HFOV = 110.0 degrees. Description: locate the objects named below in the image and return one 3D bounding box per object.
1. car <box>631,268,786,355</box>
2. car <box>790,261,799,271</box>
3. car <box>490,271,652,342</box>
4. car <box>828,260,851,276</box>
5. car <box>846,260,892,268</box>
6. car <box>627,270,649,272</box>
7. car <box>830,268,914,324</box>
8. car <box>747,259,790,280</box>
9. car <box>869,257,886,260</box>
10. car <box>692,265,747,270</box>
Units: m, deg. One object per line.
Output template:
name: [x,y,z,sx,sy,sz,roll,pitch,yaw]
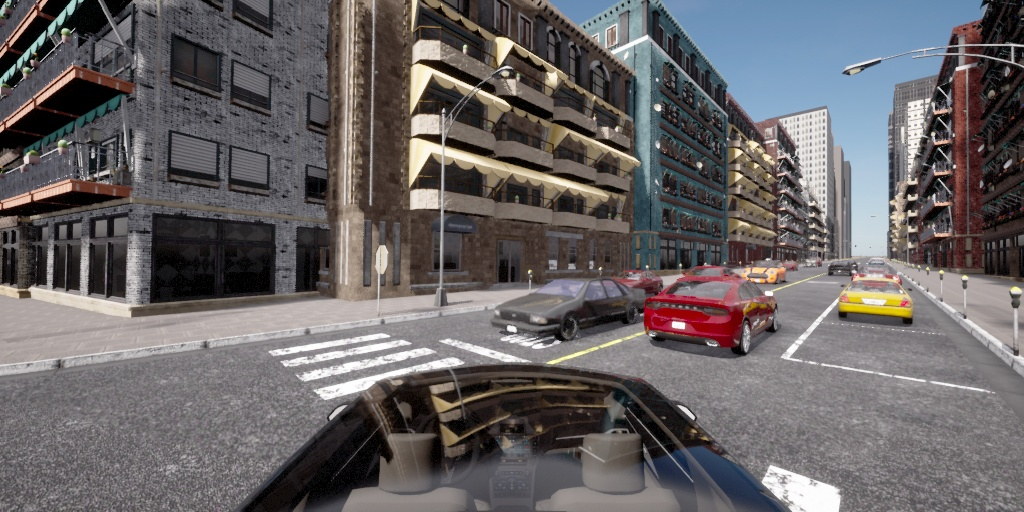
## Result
car: [5.094,1.236,8.891,5.008,1.535,1.882,0,0,-44]
car: [37.721,1.336,48.802,4.507,1.381,1.888,0,0,-44]
car: [1.929,1.311,10.176,5.357,1.411,2.033,0,0,-43]
car: [34.239,1.283,37.300,4.892,1.490,1.837,0,0,-45]
car: [19.870,1.204,19.590,4.097,1.591,1.967,0,0,-44]
car: [6.051,1.357,17.789,4.207,1.307,1.802,0,0,-44]
car: [12.073,1.283,11.957,4.829,1.417,1.751,0,0,-44]
car: [18.622,1.130,26.458,4.553,1.767,2.097,0,0,-44]
car: [43.622,1.213,42.850,4.097,1.591,1.967,0,0,-44]
car: [9.809,1.249,17.846,5.008,1.535,1.882,0,0,-45]
